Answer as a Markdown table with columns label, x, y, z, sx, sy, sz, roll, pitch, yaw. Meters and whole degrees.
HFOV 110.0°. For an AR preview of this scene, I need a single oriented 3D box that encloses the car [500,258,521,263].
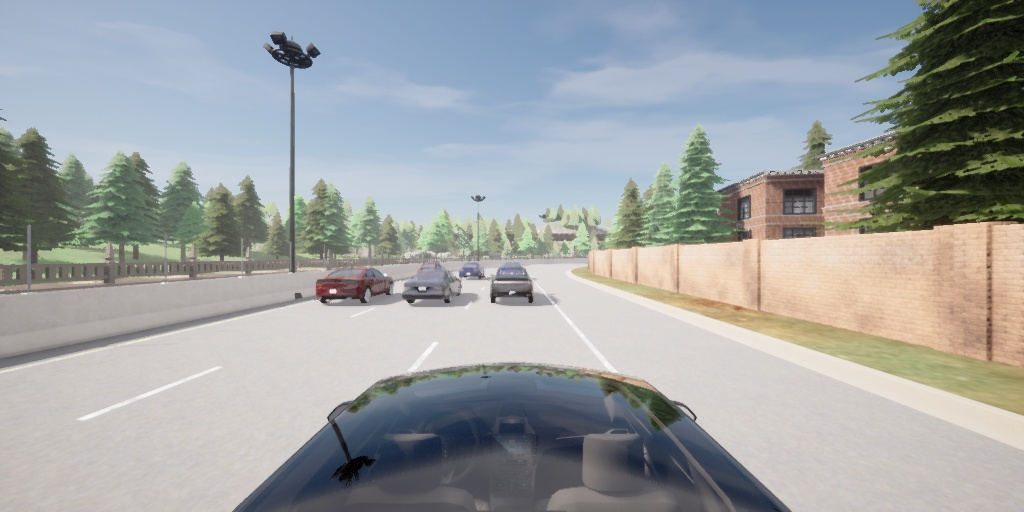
| label | x | y | z | sx | sy | sz | roll | pitch | yaw |
| --- | --- | --- | --- | --- | --- | --- | --- | --- | --- |
| car | 0.026 | 1.235 | 31.202 | 1.882 | 1.535 | 5.008 | 0 | 0 | 1 |

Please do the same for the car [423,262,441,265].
| label | x | y | z | sx | sy | sz | roll | pitch | yaw |
| --- | --- | --- | --- | --- | --- | --- | --- | --- | --- |
| car | -6.972 | 1.283 | 31.372 | 1.812 | 1.442 | 4.674 | 0 | 0 | 1 |

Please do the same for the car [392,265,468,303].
| label | x | y | z | sx | sy | sz | roll | pitch | yaw |
| --- | --- | --- | --- | --- | --- | --- | --- | --- | --- |
| car | -3.500 | 1.313 | 16.500 | 2.033 | 1.411 | 5.357 | 0 | 0 | 0 |

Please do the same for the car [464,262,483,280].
| label | x | y | z | sx | sy | sz | roll | pitch | yaw |
| --- | --- | --- | --- | --- | --- | --- | --- | --- | --- |
| car | -3.473 | 1.283 | 31.287 | 1.812 | 1.442 | 4.674 | 0 | 0 | 1 |

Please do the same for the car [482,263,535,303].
| label | x | y | z | sx | sy | sz | roll | pitch | yaw |
| --- | --- | --- | --- | --- | --- | --- | --- | --- | --- |
| car | 0.000 | 1.245 | 16.500 | 2.128 | 1.511 | 4.902 | 0 | 0 | 0 |

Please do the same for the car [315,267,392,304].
| label | x | y | z | sx | sy | sz | roll | pitch | yaw |
| --- | --- | --- | --- | --- | --- | --- | --- | --- | --- |
| car | -7.000 | 1.235 | 16.500 | 1.882 | 1.535 | 5.008 | 0 | 0 | 0 |
